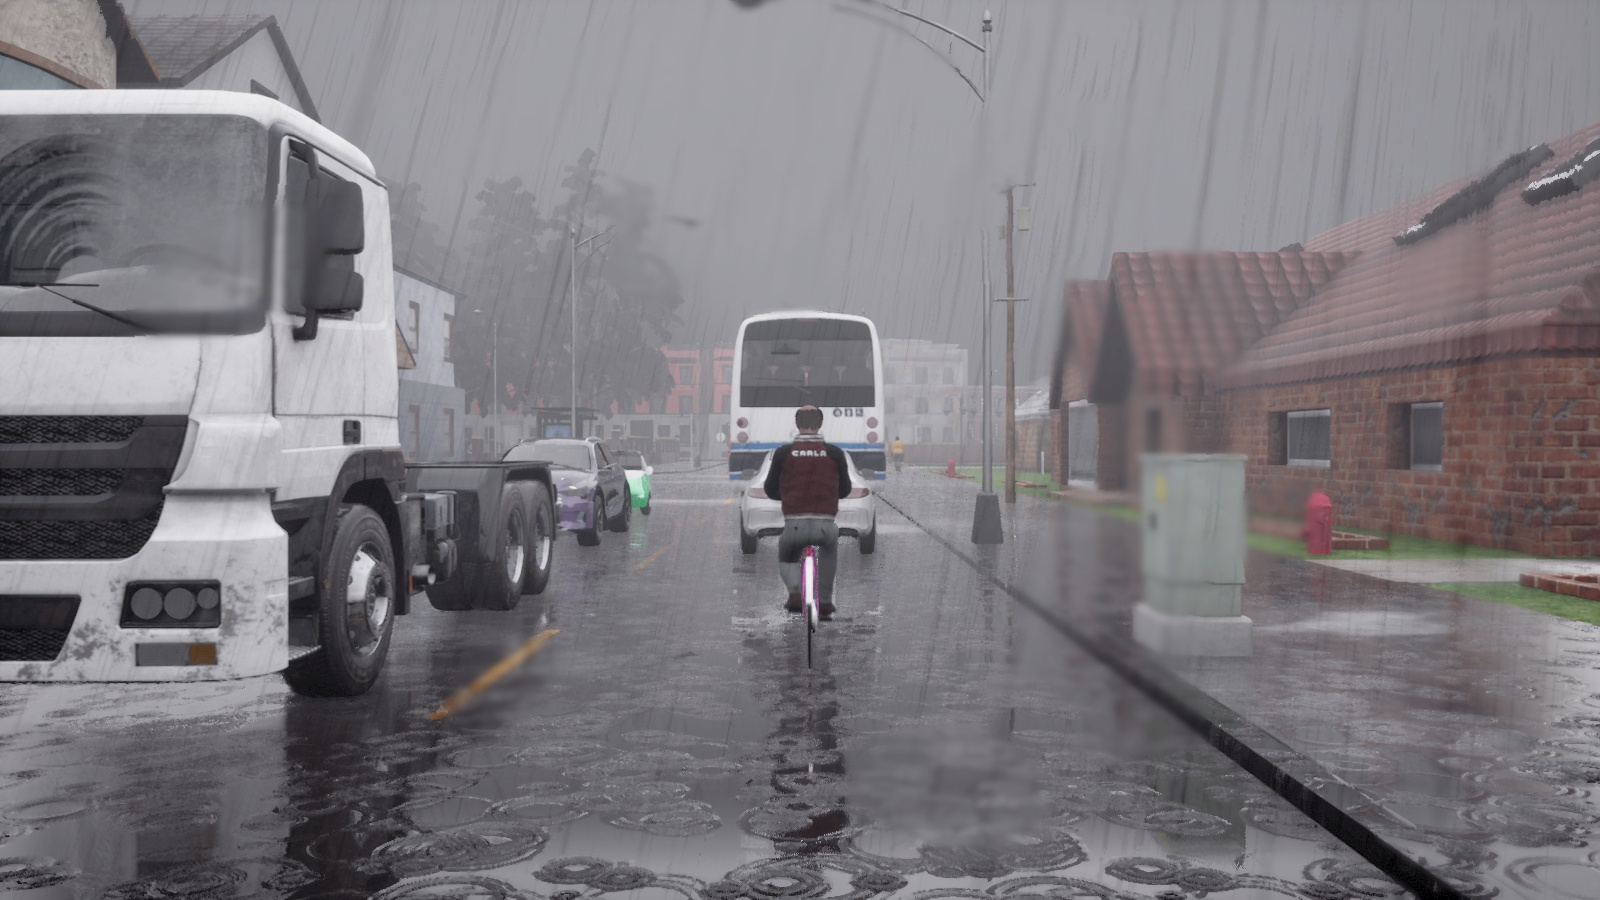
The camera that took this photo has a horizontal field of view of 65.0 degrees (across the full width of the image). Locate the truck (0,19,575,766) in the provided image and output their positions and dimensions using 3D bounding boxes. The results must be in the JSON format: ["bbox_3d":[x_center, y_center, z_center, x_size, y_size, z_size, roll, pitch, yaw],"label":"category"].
[{"bbox_3d":[-3.927,-0.284,9.792,2.891,3.462,7.936,0,0,0],"label":"truck"}]

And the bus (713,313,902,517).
[{"bbox_3d":[0.194,-0.776,31.306,3.944,4.253,10.273,0,1,0],"label":"bus"}]

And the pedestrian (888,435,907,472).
[{"bbox_3d":[4.838,0.166,62.445,0.874,1.855,0.900,0,0,-2],"label":"pedestrian"}]

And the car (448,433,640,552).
[{"bbox_3d":[-3.875,0.580,19.933,2.033,1.649,4.856,0,0,0],"label":"car"}]

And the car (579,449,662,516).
[{"bbox_3d":[-3.835,0.671,27.086,1.481,1.376,2.207,0,0,0],"label":"car"}]

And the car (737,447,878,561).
[{"bbox_3d":[0.118,0.686,18.463,1.812,1.442,4.674,0,0,0],"label":"car"}]

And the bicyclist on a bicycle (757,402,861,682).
[{"bbox_3d":[0.064,0.576,8.881,0.659,1.776,1.843,0,0,0],"label":"bicyclist on a bicycle"}]
